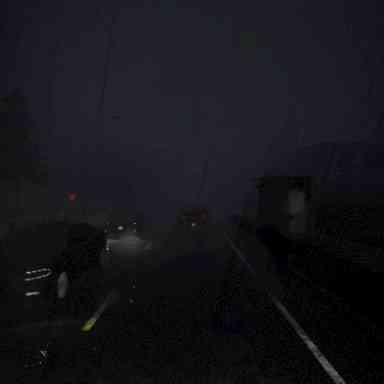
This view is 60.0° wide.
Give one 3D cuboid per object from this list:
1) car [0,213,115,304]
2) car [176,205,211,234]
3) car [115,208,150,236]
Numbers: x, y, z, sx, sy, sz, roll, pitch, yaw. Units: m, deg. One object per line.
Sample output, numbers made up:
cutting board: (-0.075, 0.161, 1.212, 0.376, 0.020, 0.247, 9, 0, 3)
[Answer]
car: (-3.584, 1.494, 8.475, 1.882, 1.535, 5.008, 0, 0, 0)
car: (0.105, 1.530, 19.627, 2.128, 1.511, 4.902, 0, 0, 0)
car: (-3.527, 1.600, 18.452, 1.994, 1.385, 4.181, 0, 0, 1)
